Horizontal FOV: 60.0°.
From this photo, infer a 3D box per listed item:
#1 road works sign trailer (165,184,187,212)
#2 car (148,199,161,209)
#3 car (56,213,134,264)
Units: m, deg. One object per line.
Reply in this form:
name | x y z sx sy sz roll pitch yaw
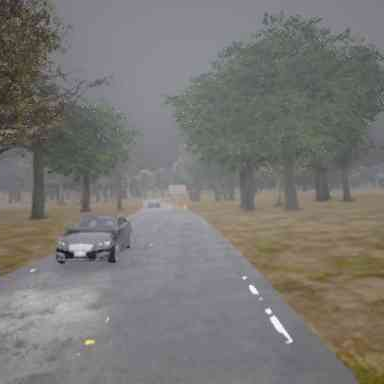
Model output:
road works sign trailer | -1.879 0.718 42.517 2.380 3.560 2.880 0 -1 -6
car | -6.044 1.879 52.991 1.812 1.442 4.674 0 -1 -6
car | -3.303 1.532 12.060 2.128 1.511 4.902 0 0 -2
